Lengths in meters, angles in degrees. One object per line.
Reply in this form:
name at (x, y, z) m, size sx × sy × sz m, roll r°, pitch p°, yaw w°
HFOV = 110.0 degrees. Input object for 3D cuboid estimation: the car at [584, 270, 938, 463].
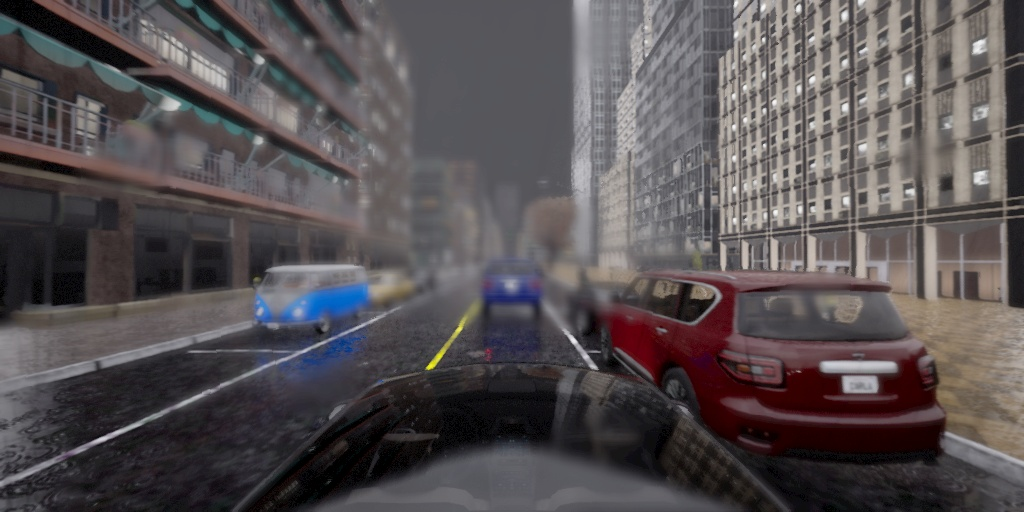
car at (2.693, 1.100, 5.150) m, size 2.192 × 1.841 × 5.009 m, roll 0°, pitch 0°, yaw 0°

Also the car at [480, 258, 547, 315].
car at (0.016, 1.107, 14.449) m, size 2.150 × 2.045 × 5.566 m, roll 0°, pitch 0°, yaw 0°

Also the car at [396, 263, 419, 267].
car at (-16.415, 1.689, 56.787) m, size 4.403 × 1.370 × 2.007 m, roll 0°, pitch 0°, yaw -1°

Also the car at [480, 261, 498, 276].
car at (-3.003, 1.595, 47.472) m, size 2.097 × 1.767 × 4.553 m, roll 0°, pitch -1°, yaw 0°

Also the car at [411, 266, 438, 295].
car at (-5.682, 1.526, 21.721) m, size 1.948 × 1.339 × 4.313 m, roll 0°, pitch 0°, yaw 0°

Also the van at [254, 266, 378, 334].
van at (-5.686, 1.183, 10.675) m, size 1.690 × 1.789 × 3.998 m, roll 0°, pitch 0°, yaw 0°

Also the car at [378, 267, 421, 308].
car at (-5.684, 1.426, 16.028) m, size 1.751 × 1.417 × 4.829 m, roll 0°, pitch 0°, yaw 0°

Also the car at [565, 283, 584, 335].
car at (2.695, 1.408, 10.672) m, size 1.948 × 1.339 × 4.313 m, roll 0°, pitch 0°, yaw 0°
